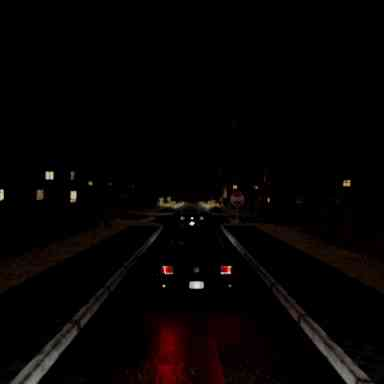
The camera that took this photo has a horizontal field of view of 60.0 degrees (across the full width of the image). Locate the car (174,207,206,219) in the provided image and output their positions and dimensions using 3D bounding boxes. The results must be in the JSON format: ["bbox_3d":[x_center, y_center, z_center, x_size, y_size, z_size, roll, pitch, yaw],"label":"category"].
[{"bbox_3d":[-0.223,1.728,23.434,1.895,1.301,4.718,0,0,-6],"label":"car"}]

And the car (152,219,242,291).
[{"bbox_3d":[0.099,1.646,9.094,1.895,1.301,4.718,0,0,0],"label":"car"}]
